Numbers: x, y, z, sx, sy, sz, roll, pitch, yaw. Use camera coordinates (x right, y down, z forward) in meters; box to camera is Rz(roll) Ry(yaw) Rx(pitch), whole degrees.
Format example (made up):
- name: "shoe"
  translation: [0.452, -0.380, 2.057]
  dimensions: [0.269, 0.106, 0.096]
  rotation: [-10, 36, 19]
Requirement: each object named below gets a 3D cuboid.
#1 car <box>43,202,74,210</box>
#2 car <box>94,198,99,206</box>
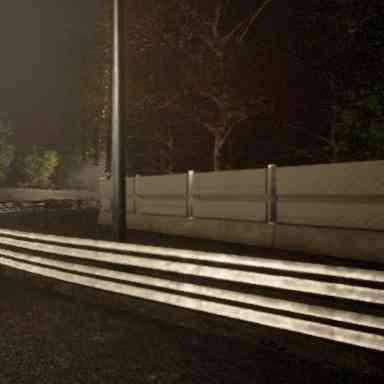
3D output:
- name: "car"
  translation: [-19.558, 1.806, 48.798]
  dimensions: [2.033, 1.411, 5.357]
  rotation: [0, 0, 15]
- name: "car"
  translation: [-16.480, 1.766, 62.425]
  dimensions: [1.882, 1.535, 5.008]
  rotation: [0, 0, 13]
